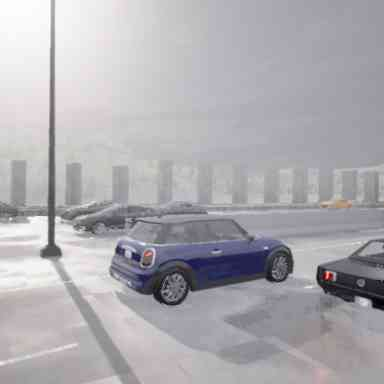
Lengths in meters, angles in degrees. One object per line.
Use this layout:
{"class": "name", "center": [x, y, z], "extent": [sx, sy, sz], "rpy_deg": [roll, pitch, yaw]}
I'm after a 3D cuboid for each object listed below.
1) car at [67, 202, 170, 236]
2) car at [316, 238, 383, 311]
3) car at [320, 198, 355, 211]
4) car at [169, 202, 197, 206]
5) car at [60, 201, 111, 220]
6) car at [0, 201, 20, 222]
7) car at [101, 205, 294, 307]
{"class": "car", "center": [-3.909, 1.445, 18.164], "extent": [4.892, 1.490, 1.837], "rpy_deg": [0, 0, -33]}
{"class": "car", "center": [4.830, 1.623, 6.939], "extent": [4.718, 1.301, 1.895], "rpy_deg": [0, 0, -33]}
{"class": "car", "center": [18.737, 1.545, 42.835], "extent": [5.008, 1.535, 1.882], "rpy_deg": [0, 0, -27]}
{"class": "car", "center": [-1.197, 1.442, 23.986], "extent": [4.902, 1.511, 2.128], "rpy_deg": [0, 0, -31]}
{"class": "car", "center": [-7.043, 1.399, 24.438], "extent": [4.902, 1.511, 2.128], "rpy_deg": [0, 0, -33]}
{"class": "car", "center": [-14.896, 1.357, 23.398], "extent": [4.892, 1.490, 1.837], "rpy_deg": [0, 0, -35]}
{"class": "car", "center": [0.417, 1.339, 8.180], "extent": [4.553, 1.767, 2.097], "rpy_deg": [0, 0, -34]}
